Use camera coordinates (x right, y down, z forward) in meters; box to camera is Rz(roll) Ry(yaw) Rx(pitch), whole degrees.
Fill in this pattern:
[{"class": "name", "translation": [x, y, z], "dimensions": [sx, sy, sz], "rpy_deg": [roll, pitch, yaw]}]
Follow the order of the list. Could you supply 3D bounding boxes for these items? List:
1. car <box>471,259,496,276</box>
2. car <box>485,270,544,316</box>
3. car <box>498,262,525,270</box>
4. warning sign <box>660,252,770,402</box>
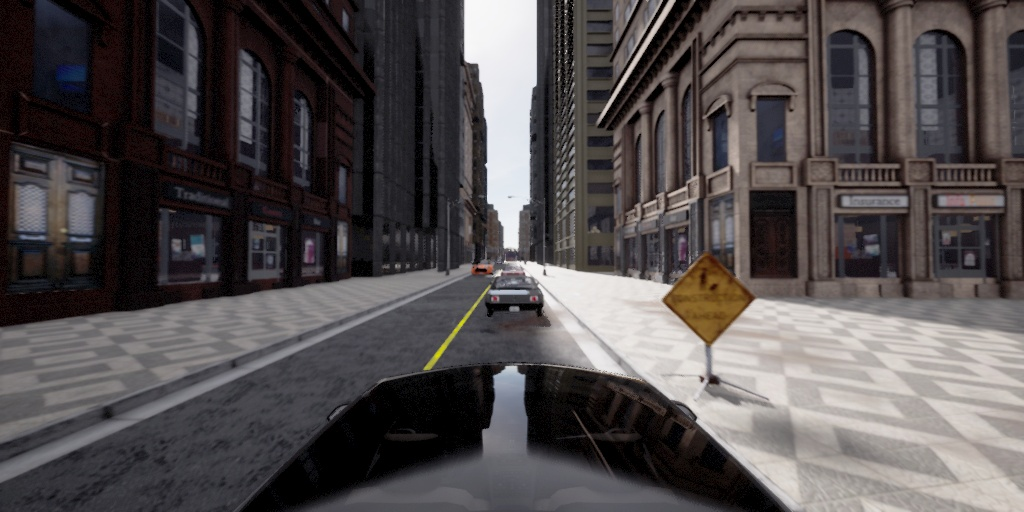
[{"class": "car", "translation": [-3.102, 1.158, 38.106], "dimensions": [2.097, 1.767, 4.553], "rpy_deg": [0, 0, 0]}, {"class": "car", "translation": [0.087, 1.365, 13.398], "dimensions": [1.895, 1.301, 4.718], "rpy_deg": [0, 0, 0]}, {"class": "car", "translation": [0.085, 1.390, 28.849], "dimensions": [1.895, 1.301, 4.718], "rpy_deg": [0, 0, 0]}, {"class": "warning sign", "translation": [2.716, 0.869, 4.938], "dimensions": [1.300, 1.860, 1.060], "rpy_deg": [0, 0, 0]}]
